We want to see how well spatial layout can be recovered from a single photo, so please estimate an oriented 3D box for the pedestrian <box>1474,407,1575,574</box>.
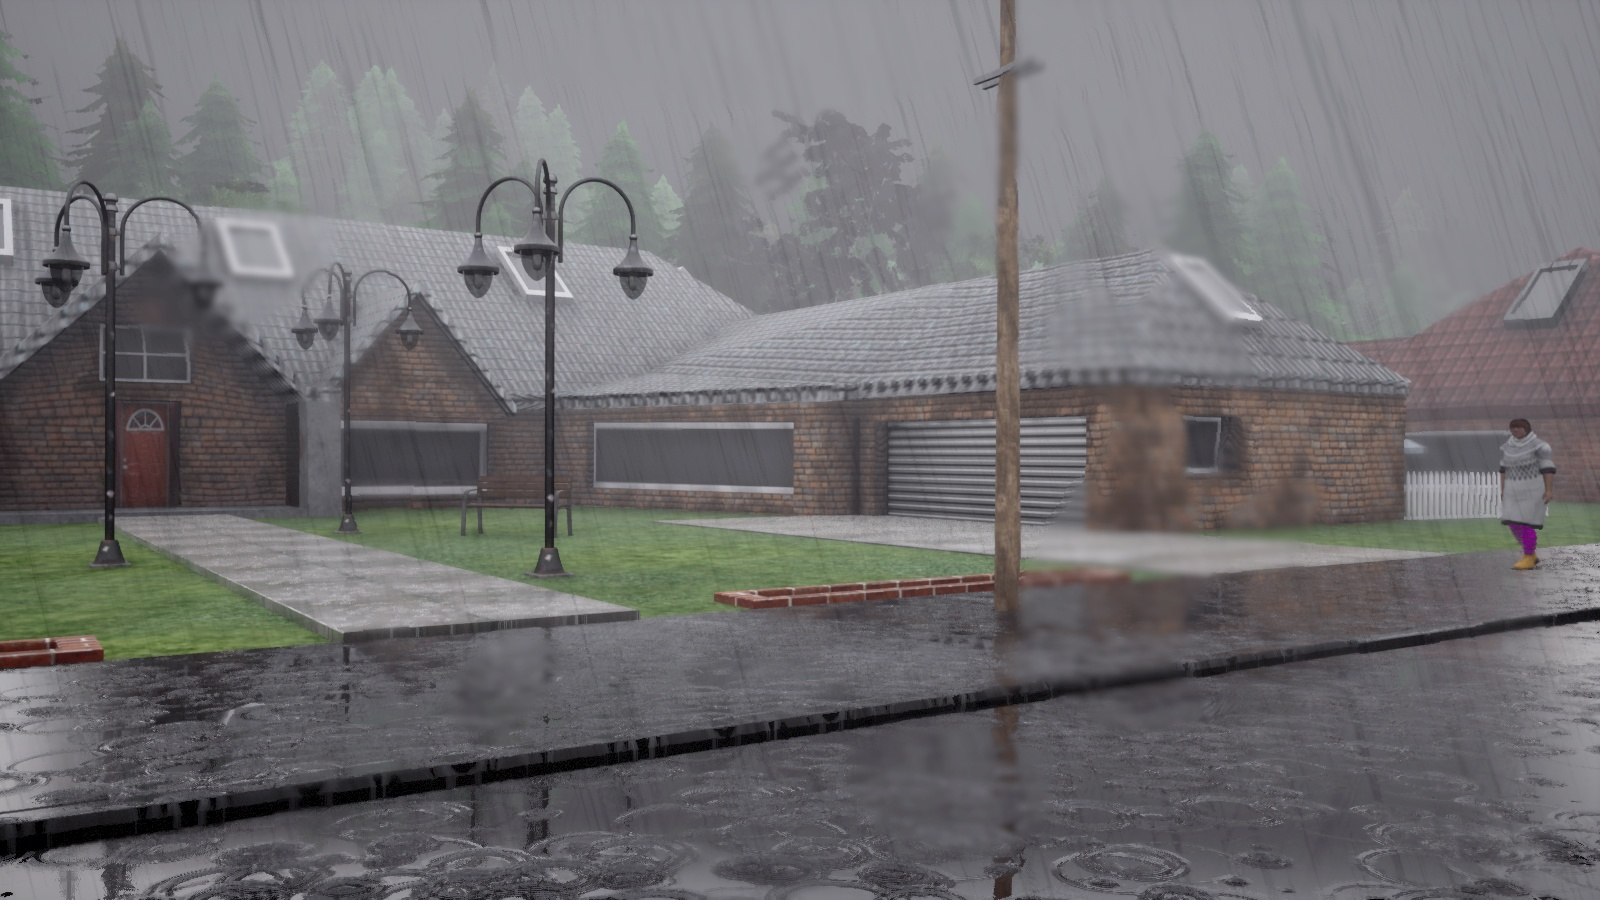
[{"bbox_3d":[8.693,0.471,15.074,0.873,1.952,0.659,0,0,-23],"label":"pedestrian"}]
